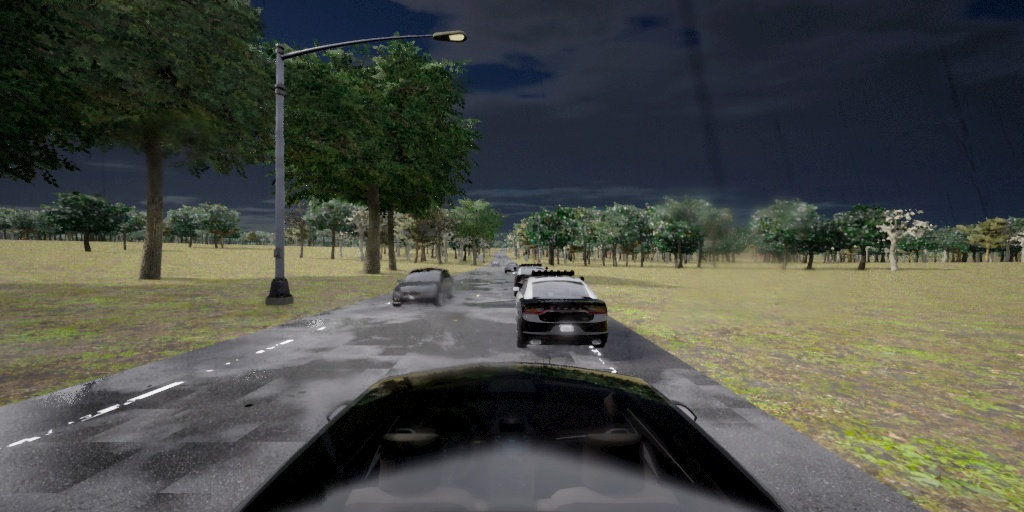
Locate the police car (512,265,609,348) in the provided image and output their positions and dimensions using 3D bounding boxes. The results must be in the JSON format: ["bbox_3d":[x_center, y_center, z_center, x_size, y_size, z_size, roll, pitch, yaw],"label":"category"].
[{"bbox_3d":[1.050,1.183,9.401,1.930,1.638,5.238,0,0,0],"label":"police car"}]

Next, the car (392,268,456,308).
[{"bbox_3d":[-3.599,1.280,15.327,1.837,1.490,4.892,0,0,0],"label":"car"}]

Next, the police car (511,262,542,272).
[{"bbox_3d":[1.051,1.219,19.406,1.930,1.638,5.238,0,0,0],"label":"police car"}]

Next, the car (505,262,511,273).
[{"bbox_3d":[0.027,1.571,47.843,1.994,1.385,4.181,0,0,0],"label":"car"}]
